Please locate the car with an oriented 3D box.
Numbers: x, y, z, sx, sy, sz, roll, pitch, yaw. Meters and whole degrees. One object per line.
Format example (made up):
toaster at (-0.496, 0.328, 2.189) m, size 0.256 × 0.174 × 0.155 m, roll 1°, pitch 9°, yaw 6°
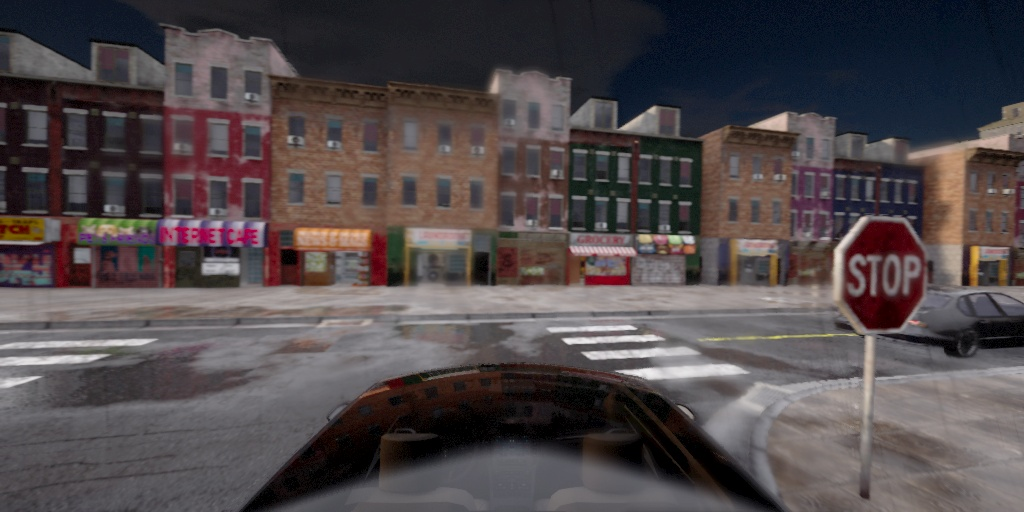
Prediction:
car at (10.552, 1.455, 8.559) m, size 5.357 × 1.411 × 2.033 m, roll 1°, pitch 1°, yaw -12°
